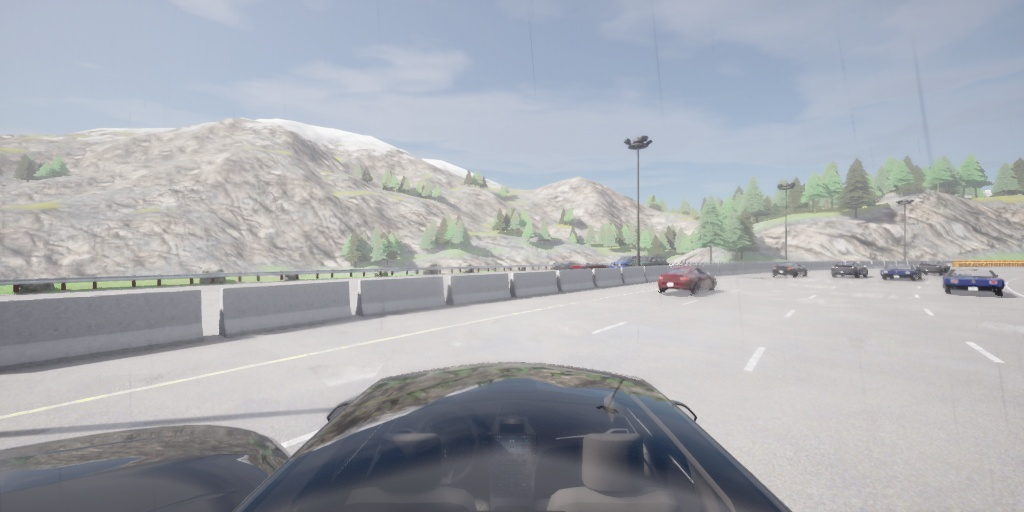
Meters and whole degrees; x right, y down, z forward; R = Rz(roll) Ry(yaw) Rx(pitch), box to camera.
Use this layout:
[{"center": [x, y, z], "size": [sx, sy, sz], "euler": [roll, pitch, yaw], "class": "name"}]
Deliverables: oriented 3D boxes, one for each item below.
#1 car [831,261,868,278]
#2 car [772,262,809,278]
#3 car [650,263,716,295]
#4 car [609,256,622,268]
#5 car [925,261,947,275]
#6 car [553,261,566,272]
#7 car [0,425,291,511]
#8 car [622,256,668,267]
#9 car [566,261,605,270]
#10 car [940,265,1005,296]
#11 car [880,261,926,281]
[{"center": [31.374, 1.241, 33.297], "size": [4.902, 1.511, 2.128], "euler": [0, 0, -35], "class": "car"}, {"center": [26.375, 1.276, 34.000], "size": [4.674, 1.442, 1.812], "euler": [0, 0, -37], "class": "car"}, {"center": [9.593, 1.276, 19.637], "size": [4.674, 1.442, 1.812], "euler": [0, 0, -45], "class": "car"}, {"center": [13.865, 0.959, 42.300], "size": [5.566, 2.045, 2.150], "euler": [0, 0, -38], "class": "car"}, {"center": [43.312, 1.241, 36.820], "size": [4.902, 1.511, 2.128], "euler": [0, 0, -31], "class": "car"}, {"center": [7.247, 1.314, 45.953], "size": [4.181, 1.385, 1.994], "euler": [0, 0, -39], "class": "car"}, {"center": [-2.981, 1.255, 0.486], "size": [4.892, 1.490, 1.837], "euler": [0, 0, -45], "class": "car"}, {"center": [14.604, 0.976, 38.416], "size": [5.566, 2.045, 2.150], "euler": [1, 0, -38], "class": "car"}, {"center": [9.015, 1.351, 42.874], "size": [4.718, 1.301, 1.895], "euler": [0, 0, -39], "class": "car"}, {"center": [24.866, 1.351, 19.452], "size": [4.718, 1.301, 1.895], "euler": [0, 0, -41], "class": "car"}, {"center": [32.307, 1.351, 29.687], "size": [4.718, 1.301, 1.895], "euler": [0, 0, -35], "class": "car"}]
